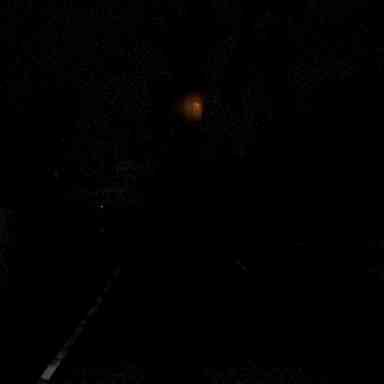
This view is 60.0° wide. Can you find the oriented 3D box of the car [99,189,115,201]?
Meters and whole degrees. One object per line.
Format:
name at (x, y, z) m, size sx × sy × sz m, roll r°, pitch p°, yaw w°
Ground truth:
car at (-11.193, 0.381, 43.867) m, size 1.812 × 1.442 × 4.674 m, roll -1°, pitch 2°, yaw -17°
